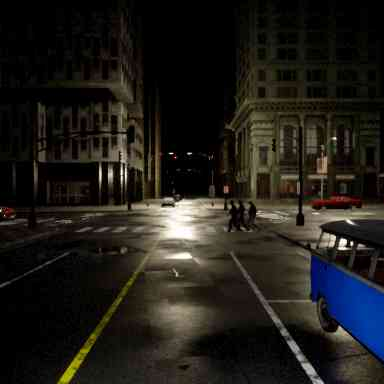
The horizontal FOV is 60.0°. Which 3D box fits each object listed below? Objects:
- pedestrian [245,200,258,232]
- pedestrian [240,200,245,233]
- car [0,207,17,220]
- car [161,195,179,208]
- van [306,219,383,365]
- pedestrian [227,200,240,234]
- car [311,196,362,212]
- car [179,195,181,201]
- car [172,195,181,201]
[{"bbox_3d":[3.278,1.286,18.275,0.375,1.860,0.375,0,0,0],"label":"pedestrian"},{"bbox_3d":[2.783,1.286,18.872,0.375,1.860,0.375,0,0,0],"label":"pedestrian"},{"bbox_3d":[-17.385,1.561,28.090,4.553,1.767,2.097,-1,0,0],"label":"car"},{"bbox_3d":[-3.353,1.507,48.237,2.033,1.411,5.357,0,0,0],"label":"car"},{"bbox_3d":[2.836,1.340,4.232,1.690,1.788,3.998,0,0,0],"label":"van"},{"bbox_3d":[2.191,1.287,17.672,0.375,1.860,0.375,0,0,0],"label":"pedestrian"},{"bbox_3d":[15.103,1.217,34.937,5.008,1.535,1.882,-1,0,0],"label":"car"},{"bbox_3d":[-3.477,1.472,65.333,2.033,1.411,5.357,0,0,0],"label":"car"},{"bbox_3d":[-3.599,1.343,80.073,1.994,1.385,4.181,0,0,-1],"label":"car"}]
